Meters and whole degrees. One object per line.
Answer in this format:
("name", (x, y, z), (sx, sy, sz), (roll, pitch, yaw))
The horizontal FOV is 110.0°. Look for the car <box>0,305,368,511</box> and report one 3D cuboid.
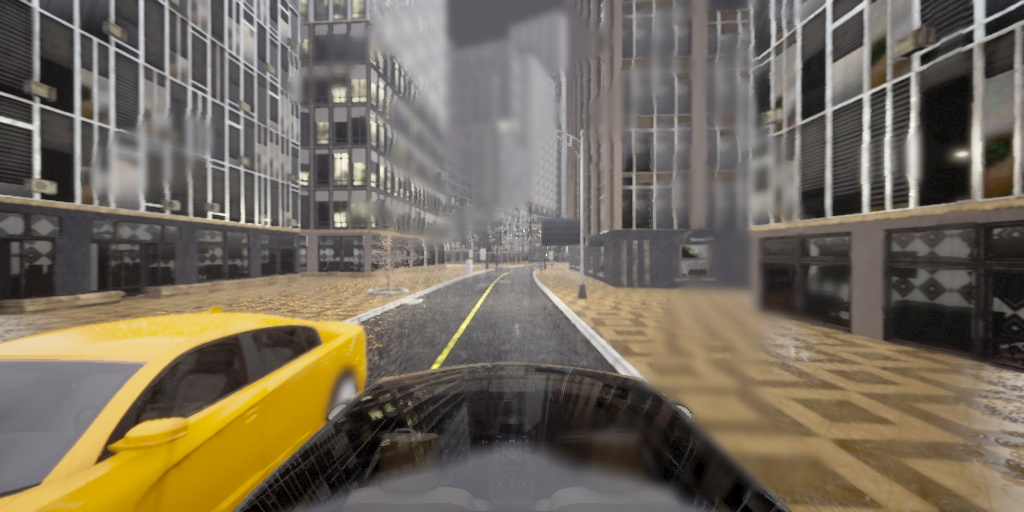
("car", (-2.748, 1.228, 2.495), (1.882, 1.535, 5.008), (0, 0, 0))
